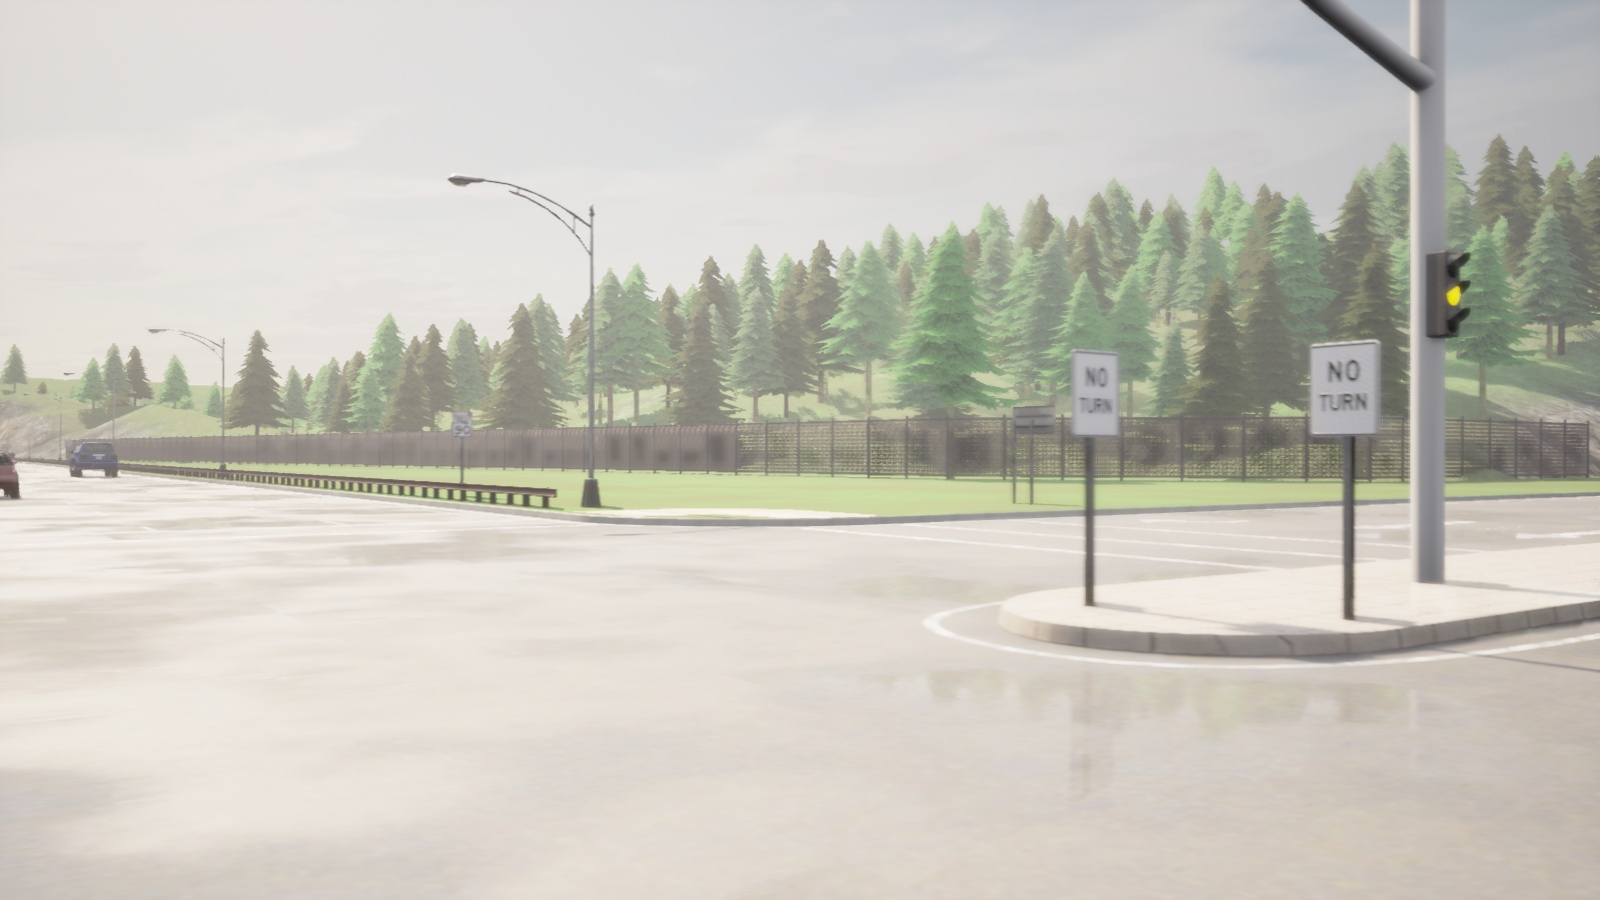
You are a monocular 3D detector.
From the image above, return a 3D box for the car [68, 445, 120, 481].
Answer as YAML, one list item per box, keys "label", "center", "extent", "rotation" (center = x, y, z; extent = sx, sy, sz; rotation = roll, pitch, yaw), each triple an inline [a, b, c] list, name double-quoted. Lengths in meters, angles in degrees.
- label: "car"
  center: [-42.021, 0.736, 74.641]
  extent: [2.150, 2.045, 5.566]
  rotation: [0, 0, -35]

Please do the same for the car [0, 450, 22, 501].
- label: "car"
  center: [-26.511, 0.799, 40.772]
  extent: [1.851, 1.617, 3.988]
  rotation: [0, 0, -35]
